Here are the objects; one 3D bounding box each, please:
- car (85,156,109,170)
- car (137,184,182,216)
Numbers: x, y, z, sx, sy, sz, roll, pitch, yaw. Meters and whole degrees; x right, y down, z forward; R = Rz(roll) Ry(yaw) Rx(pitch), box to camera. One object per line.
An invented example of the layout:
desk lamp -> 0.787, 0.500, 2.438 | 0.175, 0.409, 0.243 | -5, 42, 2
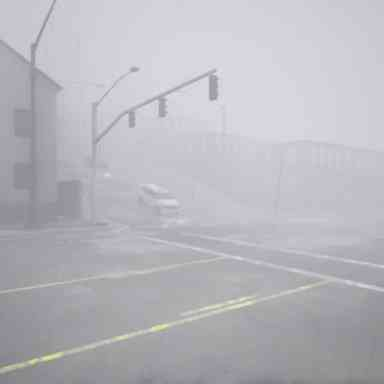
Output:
car -> -12.813, -4.001, 44.741 | 1.882, 1.535, 5.008 | 0, 12, -36
car -> -3.160, 0.718, 31.677 | 2.150, 2.045, 5.566 | 0, 14, -37
